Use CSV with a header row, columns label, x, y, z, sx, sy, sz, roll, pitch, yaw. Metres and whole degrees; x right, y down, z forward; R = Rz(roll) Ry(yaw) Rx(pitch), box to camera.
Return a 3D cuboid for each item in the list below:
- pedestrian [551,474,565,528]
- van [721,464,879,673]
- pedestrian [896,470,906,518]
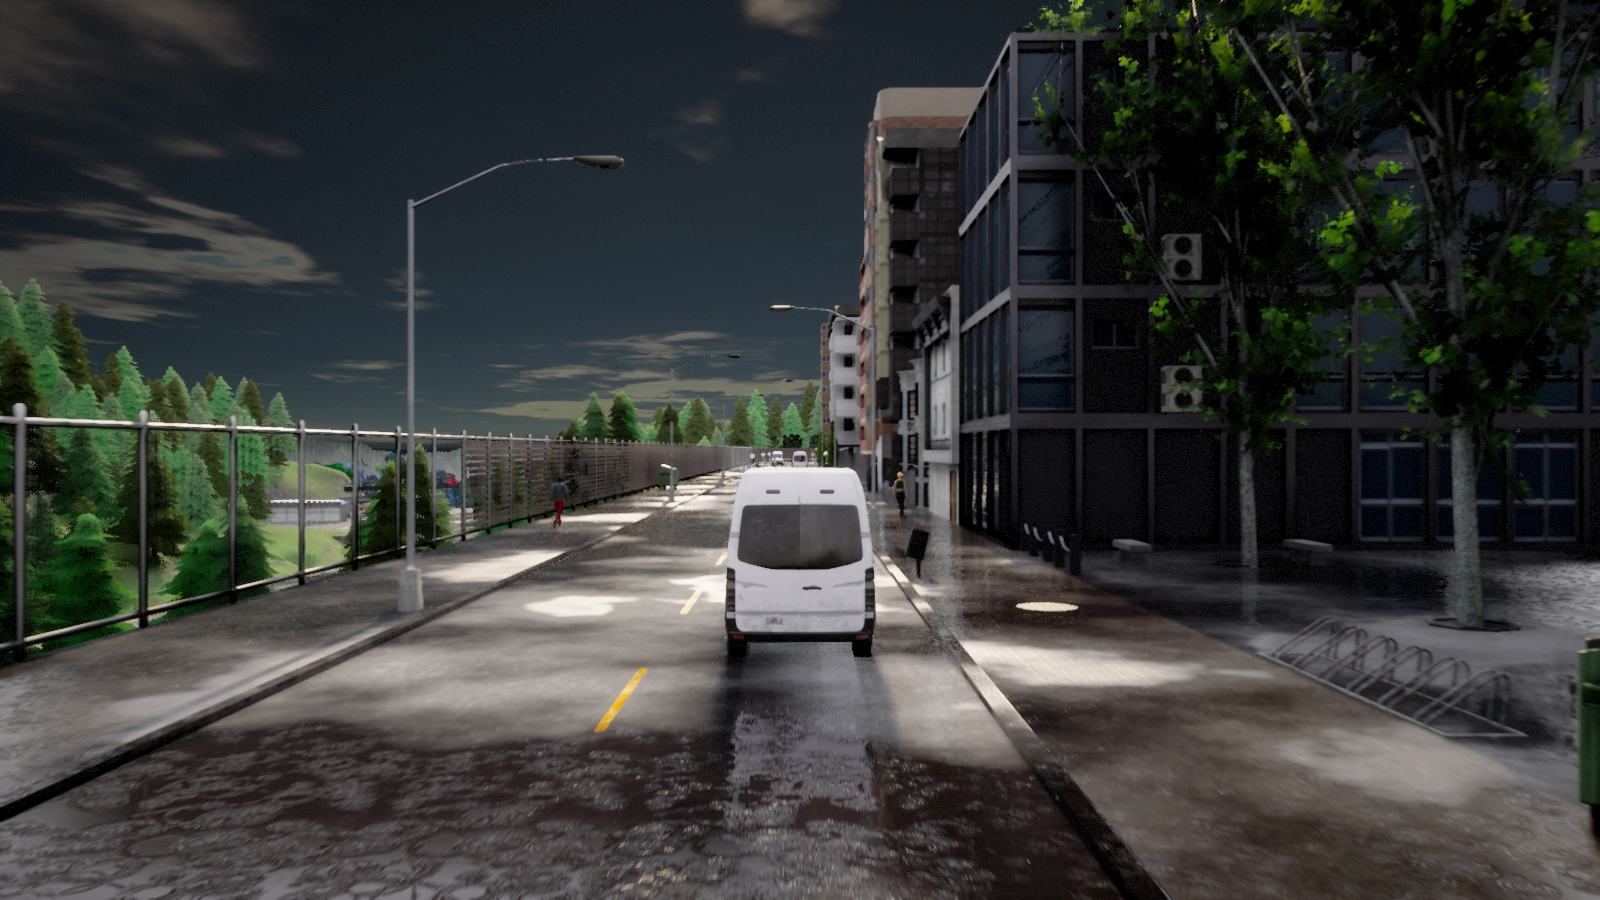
label,x,y,z,sx,sy,sz,roll,pitch,yaw
pedestrian,-8.329,1.745,39.304,0.375,1.860,0.375,0,0,1
van,-0.004,1.534,17.365,1.988,2.561,5.915,0,0,0
pedestrian,3.996,1.744,45.217,0.375,1.860,0.375,0,0,-3
